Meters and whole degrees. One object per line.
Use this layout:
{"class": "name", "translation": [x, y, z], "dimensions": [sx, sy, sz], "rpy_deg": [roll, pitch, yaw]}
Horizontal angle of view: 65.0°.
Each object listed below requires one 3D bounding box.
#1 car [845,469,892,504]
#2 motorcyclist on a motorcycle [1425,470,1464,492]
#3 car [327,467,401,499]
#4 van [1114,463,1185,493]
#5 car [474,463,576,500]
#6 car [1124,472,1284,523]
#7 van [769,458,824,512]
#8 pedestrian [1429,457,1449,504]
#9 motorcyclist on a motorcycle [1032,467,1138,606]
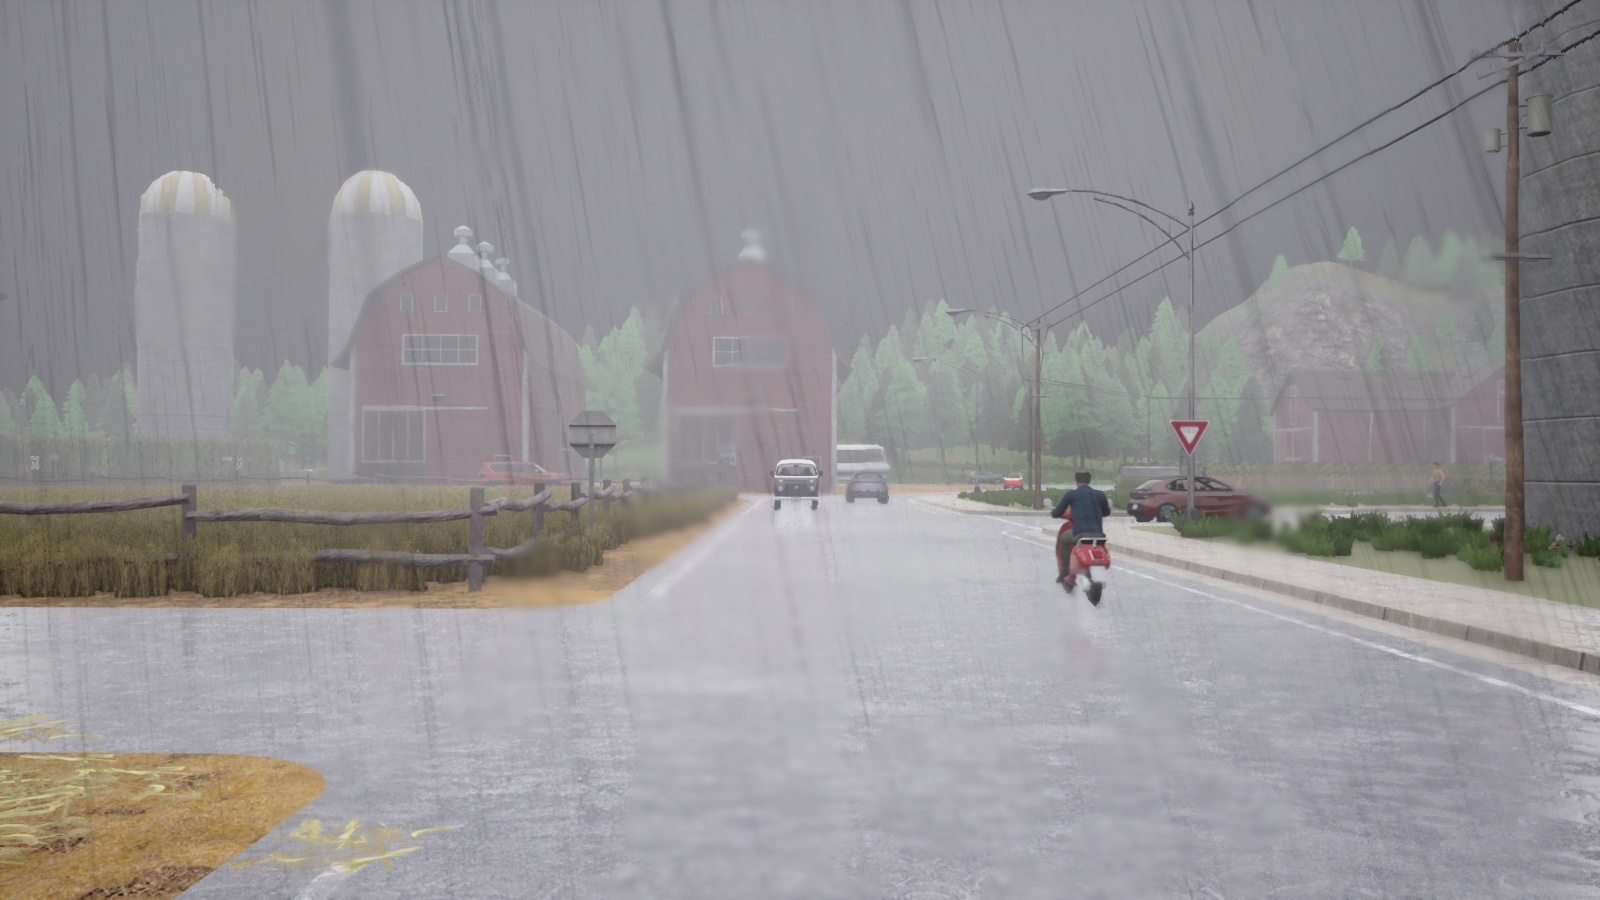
{"class": "car", "translation": [3.315, 1.765, 61.698], "dimensions": [2.033, 1.649, 4.856], "rpy_deg": [0, -1, 0]}
{"class": "motorcyclist on a motorcycle", "translation": [43.730, 2.103, 85.277], "dimensions": [2.191, 1.530, 0.866], "rpy_deg": [0, -1, 0]}
{"class": "car", "translation": [-26.550, 1.998, 76.497], "dimensions": [3.866, 1.878, 1.905], "rpy_deg": [0, -1, -3]}
{"class": "van", "translation": [23.762, 1.902, 85.461], "dimensions": [4.442, 1.987, 1.775], "rpy_deg": [0, -1, 6]}
{"class": "car", "translation": [-16.068, 1.833, 73.617], "dimensions": [5.566, 2.045, 2.150], "rpy_deg": [0, -1, -3]}
{"class": "car", "translation": [12.121, 1.412, 37.760], "dimensions": [4.193, 1.474, 1.816], "rpy_deg": [0, -1, -9]}
{"class": "van", "translation": [-0.137, 1.383, 50.391], "dimensions": [2.069, 2.038, 4.480], "rpy_deg": [0, -1, 0]}
{"class": "pedestrian", "translation": [25.340, 1.203, 49.811], "dimensions": [0.594, 1.836, 0.345], "rpy_deg": [0, -1, -1]}
{"class": "motorcyclist on a motorcycle", "translation": [3.458, 1.012, 15.390], "dimensions": [0.866, 1.590, 1.817], "rpy_deg": [0, -1, 0]}
